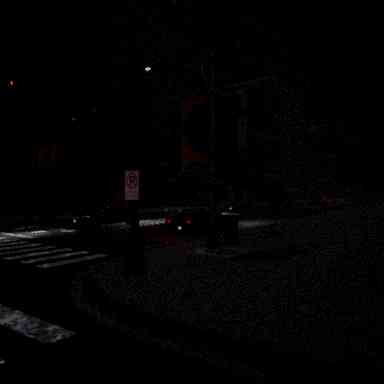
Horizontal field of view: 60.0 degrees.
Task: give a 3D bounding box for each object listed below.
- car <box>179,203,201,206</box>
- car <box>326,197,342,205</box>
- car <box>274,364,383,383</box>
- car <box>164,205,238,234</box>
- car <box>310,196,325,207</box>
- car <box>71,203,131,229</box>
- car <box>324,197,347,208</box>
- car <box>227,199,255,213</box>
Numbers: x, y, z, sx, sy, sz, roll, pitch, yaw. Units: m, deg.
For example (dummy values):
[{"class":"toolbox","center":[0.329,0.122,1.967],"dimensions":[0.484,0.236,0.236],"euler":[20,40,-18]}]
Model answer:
[{"class":"car","center":[-0.380,1.637,29.908],"dimensions":[1.895,1.301,4.718],"euler":[0,0,36]},{"class":"car","center":[26.407,1.671,61.829],"dimensions":[1.812,1.442,4.674],"euler":[0,0,35]},{"class":"car","center":[2.242,1.551,1.247],"dimensions":[4.403,1.369,2.008],"euler":[0,0,36]},{"class":"car","center":[0.617,1.633,19.695],"dimensions":[1.895,1.301,4.718],"euler":[0,0,35]},{"class":"car","center":[20.669,1.469,53.704],"dimensions":[2.097,1.767,4.553],"euler":[0,0,35]},{"class":"car","center":[-5.738,1.512,22.301],"dimensions":[2.128,1.511,4.902],"euler":[0,0,36]},{"class":"car","center":[21.589,1.590,49.376],"dimensions":[1.882,1.535,5.008],"euler":[0,0,35]},{"class":"car","center":[5.645,1.549,38.401],"dimensions":[2.128,1.511,4.902],"euler":[0,0,35]}]
